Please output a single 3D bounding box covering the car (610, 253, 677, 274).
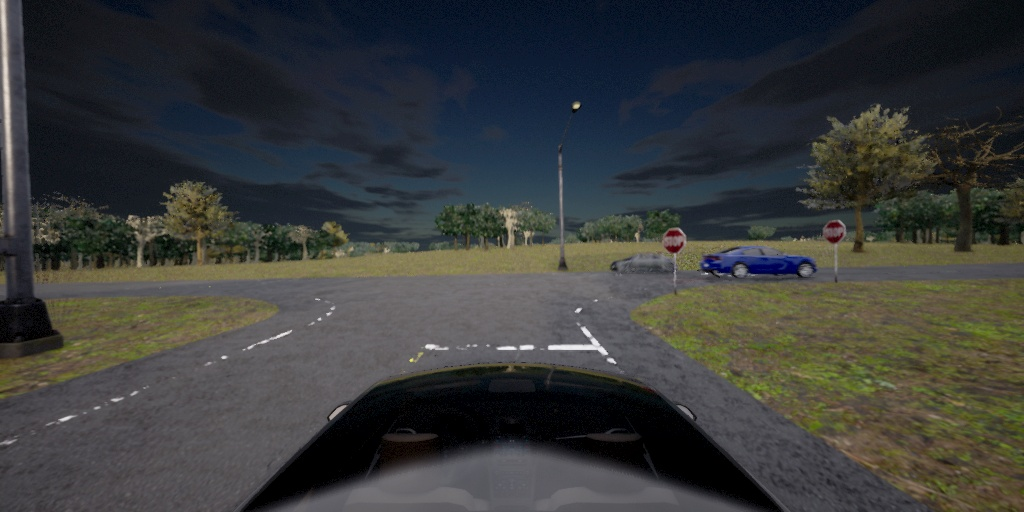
[{"bbox_3d":[8.852,0.503,24.256,4.181,1.385,1.994,-1,0,-1],"label":"car"}]

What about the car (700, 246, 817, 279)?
[{"bbox_3d":[11.812,0.267,17.301,5.008,1.535,1.882,-1,0,-1],"label":"car"}]
